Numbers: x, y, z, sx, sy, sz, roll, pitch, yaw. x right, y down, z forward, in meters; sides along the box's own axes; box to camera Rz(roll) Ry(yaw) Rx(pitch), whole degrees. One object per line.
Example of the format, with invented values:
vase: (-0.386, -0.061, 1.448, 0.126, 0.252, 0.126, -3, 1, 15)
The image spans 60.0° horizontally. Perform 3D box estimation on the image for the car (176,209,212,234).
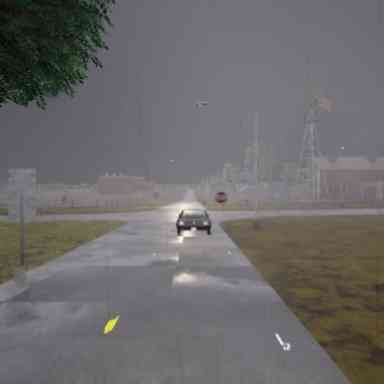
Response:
car: (0.124, 1.626, 19.180, 1.895, 1.301, 4.718, 0, 0, 1)
